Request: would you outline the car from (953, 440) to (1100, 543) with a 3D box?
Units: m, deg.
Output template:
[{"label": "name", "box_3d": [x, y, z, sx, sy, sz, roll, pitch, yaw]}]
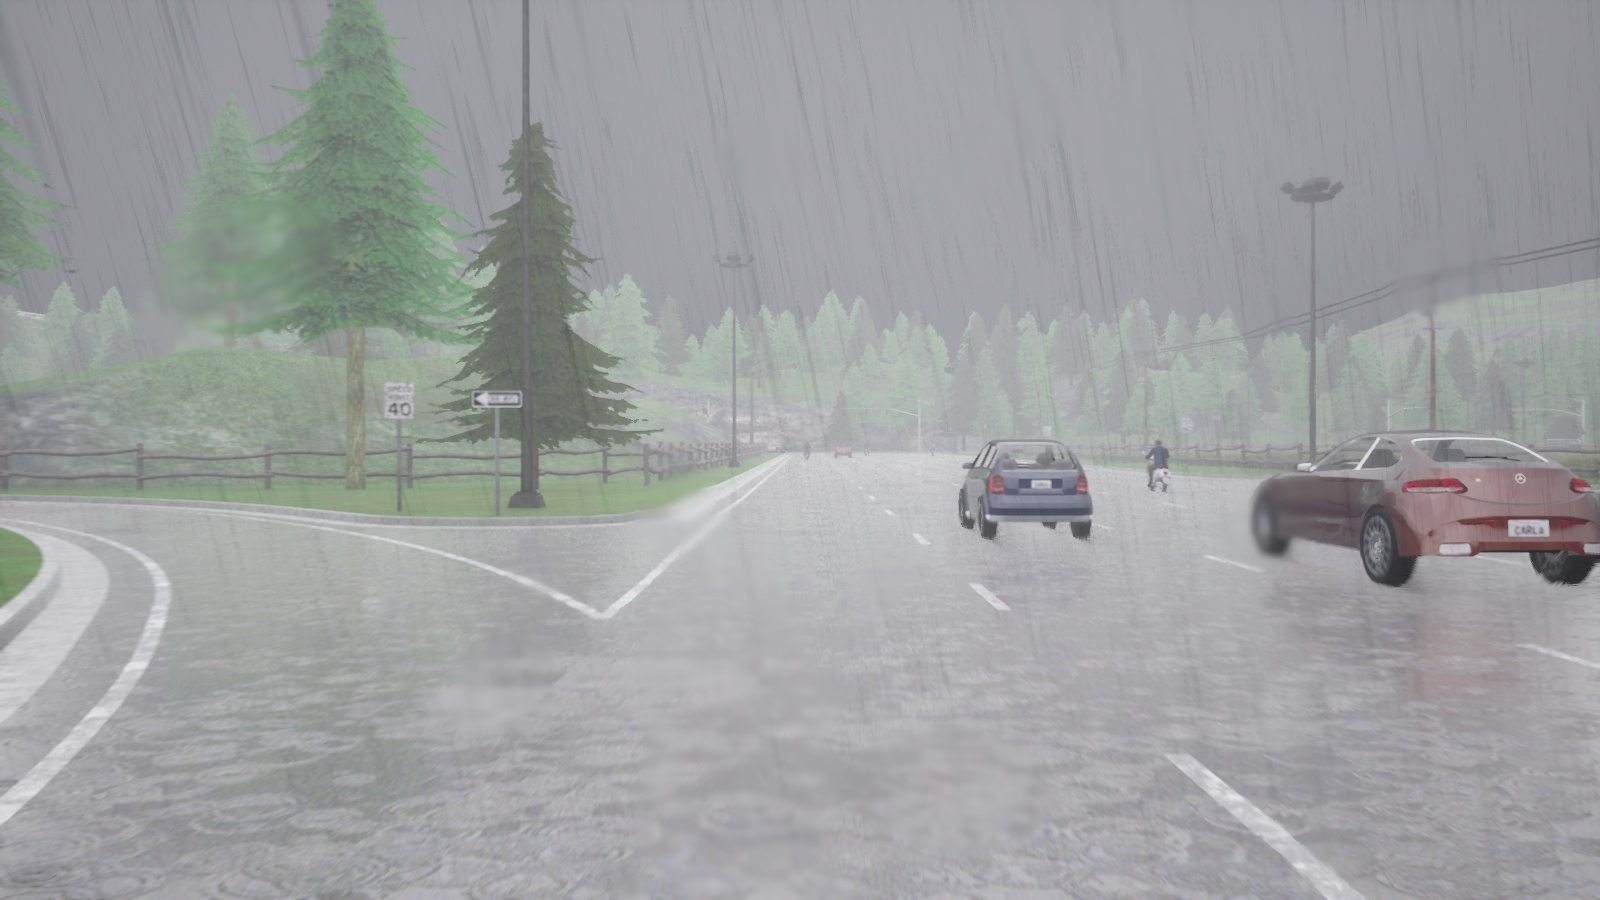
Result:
[{"label": "car", "box_3d": [3.633, 0.612, 20.750, 1.789, 1.549, 3.705, 0, 0, 0]}]

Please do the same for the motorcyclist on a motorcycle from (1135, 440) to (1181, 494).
[{"label": "motorcyclist on a motorcycle", "box_3d": [10.729, 0.497, 37.685, 0.866, 1.590, 1.817, 0, 0, 0]}]

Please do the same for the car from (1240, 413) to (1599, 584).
[{"label": "car", "box_3d": [7.099, 0.449, 14.694, 2.152, 1.651, 5.027, 0, 0, 0]}]
